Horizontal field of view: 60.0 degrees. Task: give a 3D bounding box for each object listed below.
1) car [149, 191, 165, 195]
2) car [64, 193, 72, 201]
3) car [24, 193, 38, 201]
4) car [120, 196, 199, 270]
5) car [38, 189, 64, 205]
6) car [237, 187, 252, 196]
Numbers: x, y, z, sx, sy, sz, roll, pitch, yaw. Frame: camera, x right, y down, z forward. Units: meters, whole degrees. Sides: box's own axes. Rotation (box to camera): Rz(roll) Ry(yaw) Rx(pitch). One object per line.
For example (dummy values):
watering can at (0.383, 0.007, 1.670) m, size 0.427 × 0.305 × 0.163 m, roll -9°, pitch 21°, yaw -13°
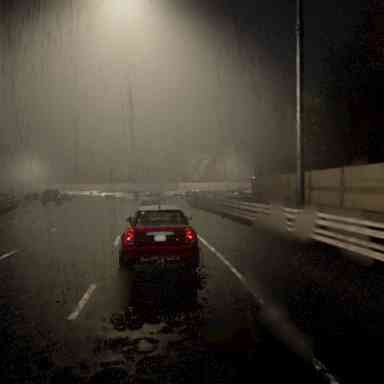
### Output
car at (-4.514, 0.709, 42.358) m, size 2.097 × 1.767 × 4.553 m, roll 0°, pitch 1°, yaw 1°
car at (-22.137, 0.853, 57.131) m, size 1.994 × 1.385 × 4.181 m, roll -1°, pitch 1°, yaw -34°
car at (-29.407, 0.841, 61.256) m, size 2.033 × 1.411 × 5.357 m, roll -1°, pitch 1°, yaw -38°
car at (-1.052, 1.186, 10.712) m, size 2.097 × 1.767 × 4.553 m, roll -1°, pitch 1°, yaw -6°
car at (-19.673, 0.659, 46.364) m, size 2.150 × 2.045 × 5.566 m, roll -1°, pitch 1°, yaw -28°
car at (12.912, -0.131, 76.181) m, size 5.566 × 2.045 × 2.150 m, roll -1°, pitch 1°, yaw -33°
